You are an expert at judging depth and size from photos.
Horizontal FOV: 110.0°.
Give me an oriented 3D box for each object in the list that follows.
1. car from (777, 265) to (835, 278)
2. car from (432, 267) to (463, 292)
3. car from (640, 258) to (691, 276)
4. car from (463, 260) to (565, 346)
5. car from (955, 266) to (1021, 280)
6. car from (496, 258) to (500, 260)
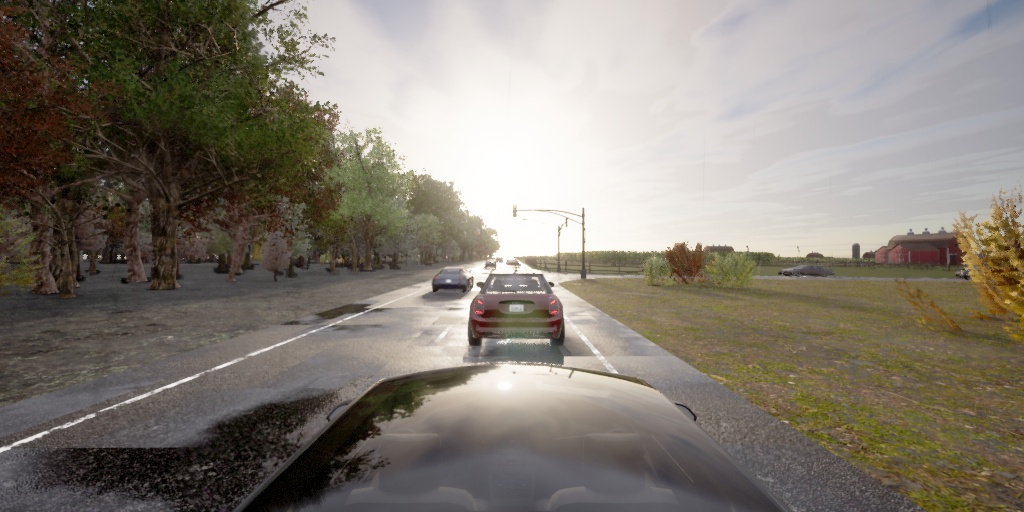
[{"bbox_3d":[33.435,1.720,40.788,5.357,1.411,2.033,1,-1,0],"label":"car"},{"bbox_3d":[-3.408,1.318,21.289,1.994,1.385,4.181,0,0,0],"label":"car"},{"bbox_3d":[17.537,1.221,40.887,5.566,2.045,2.150,1,-1,1],"label":"car"},{"bbox_3d":[0.095,1.104,9.581,2.097,1.767,4.553,0,0,0],"label":"car"},{"bbox_3d":[49.622,1.781,37.121,4.902,1.511,2.128,1,-1,0],"label":"car"},{"bbox_3d":[-3.428,1.355,59.453,1.895,1.301,4.718,0,0,0],"label":"car"}]
